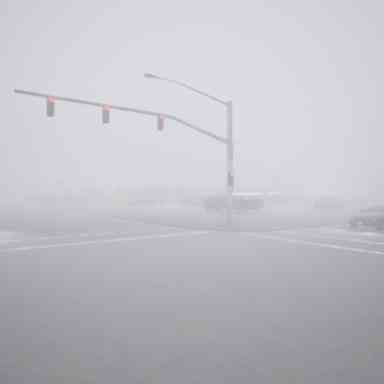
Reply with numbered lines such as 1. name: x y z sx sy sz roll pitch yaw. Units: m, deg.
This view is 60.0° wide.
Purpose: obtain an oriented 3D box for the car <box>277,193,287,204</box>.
1. car: 22.297 1.423 76.853 3.806 1.475 1.970 0 0 -35

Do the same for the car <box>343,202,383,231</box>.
1. car: 11.853 1.564 21.033 4.674 1.442 1.812 0 0 -35

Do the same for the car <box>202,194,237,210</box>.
1. car: 3.857 1.410 46.583 3.806 1.475 1.970 0 0 -35

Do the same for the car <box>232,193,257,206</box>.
1. car: 9.676 1.169 64.341 4.605 1.855 1.932 0 0 -35

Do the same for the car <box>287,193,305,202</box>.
1. car: 23.962 1.187 74.484 3.866 1.878 1.905 0 0 -35

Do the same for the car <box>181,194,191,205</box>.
1. car: 0.592 1.161 51.107 4.605 1.855 1.932 0 0 -35

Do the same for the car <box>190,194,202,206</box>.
1. car: 2.184 1.375 48.946 3.905 1.438 1.784 0 0 -35

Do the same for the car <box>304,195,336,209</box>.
1. car: 19.515 1.431 50.604 3.806 1.475 1.970 0 0 -35
